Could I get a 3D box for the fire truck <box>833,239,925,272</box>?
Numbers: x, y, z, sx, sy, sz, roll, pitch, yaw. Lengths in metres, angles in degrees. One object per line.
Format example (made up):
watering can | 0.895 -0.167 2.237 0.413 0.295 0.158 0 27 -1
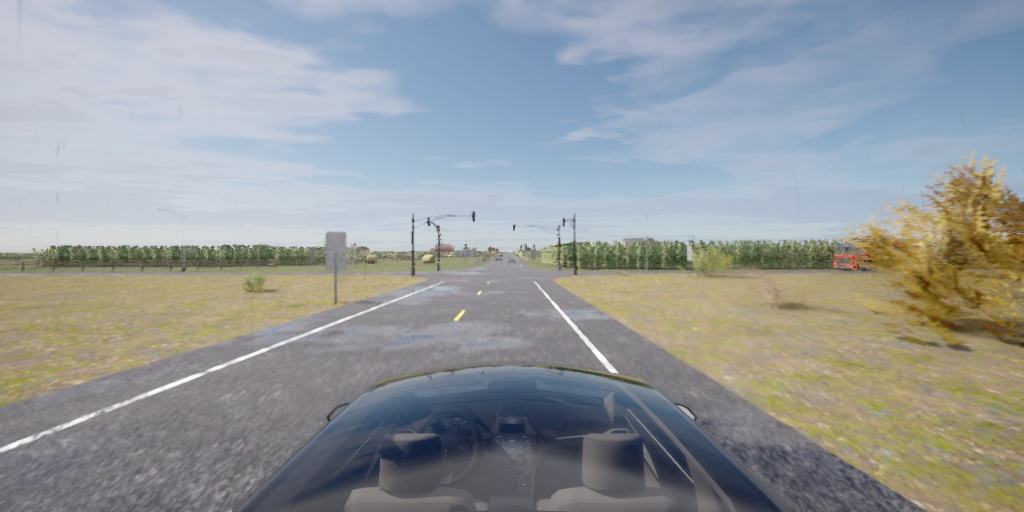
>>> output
fire truck | 43.771 -0.094 42.940 8.468 3.827 2.891 0 0 0
